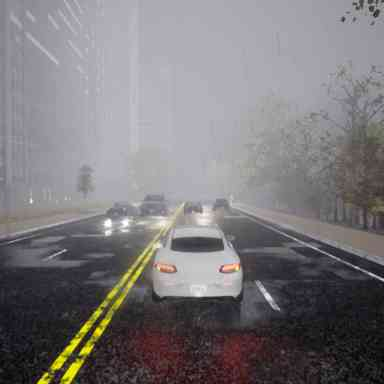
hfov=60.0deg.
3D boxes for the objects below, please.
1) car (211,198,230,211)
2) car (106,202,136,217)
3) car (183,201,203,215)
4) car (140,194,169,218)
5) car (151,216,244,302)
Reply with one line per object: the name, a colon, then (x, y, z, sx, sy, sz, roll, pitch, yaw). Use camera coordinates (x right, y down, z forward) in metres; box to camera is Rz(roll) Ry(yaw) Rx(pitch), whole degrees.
car: (3.368, 1.496, 39.413, 1.837, 1.490, 4.892, 0, 0, 0)
car: (-6.568, 1.594, 30.984, 1.895, 1.301, 4.718, 0, 0, 0)
car: (0.116, 1.593, 33.836, 1.895, 1.301, 4.718, 0, 0, 0)
car: (-3.321, 1.214, 30.209, 2.150, 2.045, 5.566, 0, 0, 0)
car: (0.103, 1.524, 8.111, 1.812, 1.442, 4.674, 0, 0, 0)
